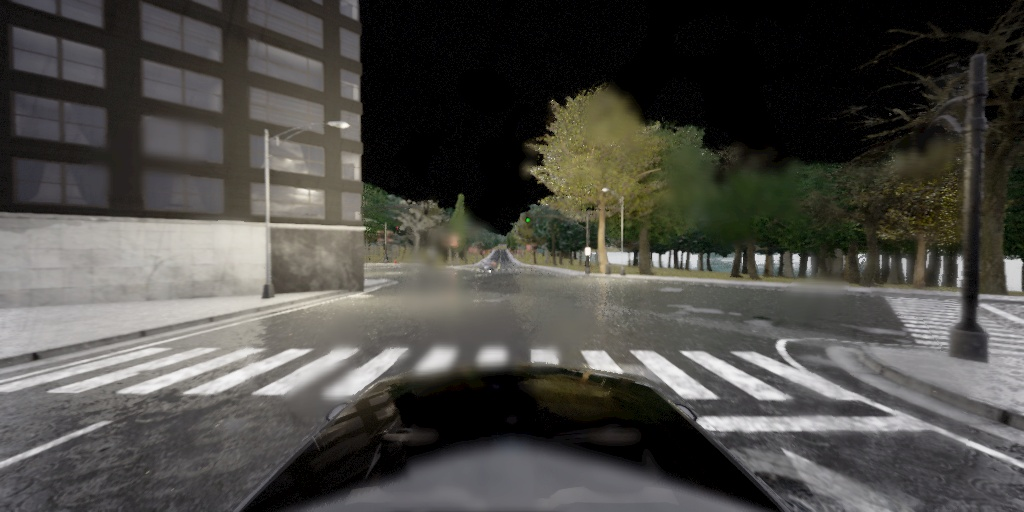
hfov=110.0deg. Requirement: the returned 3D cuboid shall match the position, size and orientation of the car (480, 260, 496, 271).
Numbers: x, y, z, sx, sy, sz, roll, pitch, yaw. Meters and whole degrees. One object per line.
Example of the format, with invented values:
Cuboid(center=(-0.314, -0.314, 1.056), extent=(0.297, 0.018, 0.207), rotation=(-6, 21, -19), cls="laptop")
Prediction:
Cuboid(center=(-3.679, 1.481, 52.275), extent=(2.128, 1.511, 4.902), rotation=(0, 0, -2), cls="car")
